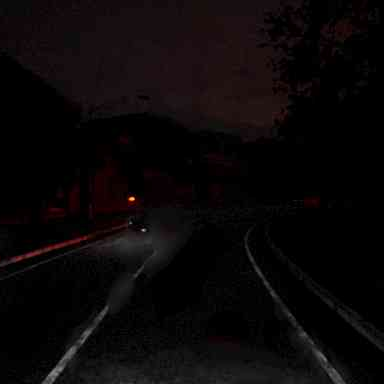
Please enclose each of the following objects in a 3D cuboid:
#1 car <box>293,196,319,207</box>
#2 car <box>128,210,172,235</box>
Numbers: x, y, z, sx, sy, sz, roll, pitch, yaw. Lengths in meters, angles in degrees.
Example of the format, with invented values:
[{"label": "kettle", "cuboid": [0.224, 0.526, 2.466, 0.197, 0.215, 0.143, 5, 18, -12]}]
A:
[{"label": "car", "cuboid": [18.468, 1.420, 54.007, 4.553, 1.767, 2.097, -1, 0, -33]}, {"label": "car", "cuboid": [-2.449, 1.789, 20.277, 1.895, 1.301, 4.718, 0, 0, 5]}]
